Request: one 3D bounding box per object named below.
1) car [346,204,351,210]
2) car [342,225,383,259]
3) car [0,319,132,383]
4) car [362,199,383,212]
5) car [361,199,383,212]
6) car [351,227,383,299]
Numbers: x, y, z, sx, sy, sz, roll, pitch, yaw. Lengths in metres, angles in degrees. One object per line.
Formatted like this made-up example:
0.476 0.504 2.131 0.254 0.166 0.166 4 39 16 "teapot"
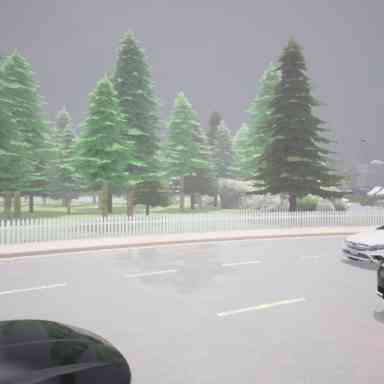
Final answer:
19.290 1.276 45.247 2.150 2.045 5.566 0 0 -4 "car"
7.084 1.525 10.509 4.674 1.442 1.812 0 0 -15 "car"
-2.700 1.478 1.637 5.008 1.535 1.882 0 0 -36 "car"
19.859 1.618 36.075 1.994 1.385 4.181 0 0 -3 "car"
23.056 1.580 41.129 1.812 1.442 4.674 0 0 -4 "car"
5.653 1.491 6.125 4.902 1.511 2.128 0 0 -23 "car"
